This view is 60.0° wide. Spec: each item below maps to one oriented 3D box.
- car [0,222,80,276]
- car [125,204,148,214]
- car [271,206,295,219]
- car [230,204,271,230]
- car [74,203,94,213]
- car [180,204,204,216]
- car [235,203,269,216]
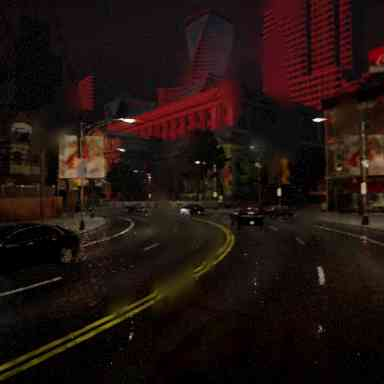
[{"bbox_3d":[-5.643,1.767,10.392,1.837,1.490,4.892,0,-1,22],"label":"car"},{"bbox_3d":[-8.341,2.477,49.498,2.128,1.511,4.902,0,-1,-36],"label":"car"},{"bbox_3d":[9.172,2.119,35.954,1.895,1.301,4.718,-1,-1,-11],"label":"car"},{"bbox_3d":[3.950,1.883,24.653,2.128,1.511,4.902,-1,-1,-1],"label":"car"},{"bbox_3d":[-18.532,2.594,56.757,2.097,1.767,4.553,0,-1,-40],"label":"car"},{"bbox_3d":[-0.047,2.253,42.141,1.837,1.490,4.892,0,-2,-22],"label":"car"},{"bbox_3d":[7.403,2.163,41.405,2.002,1.452,4.674,0,-1,-21],"label":"car"}]
